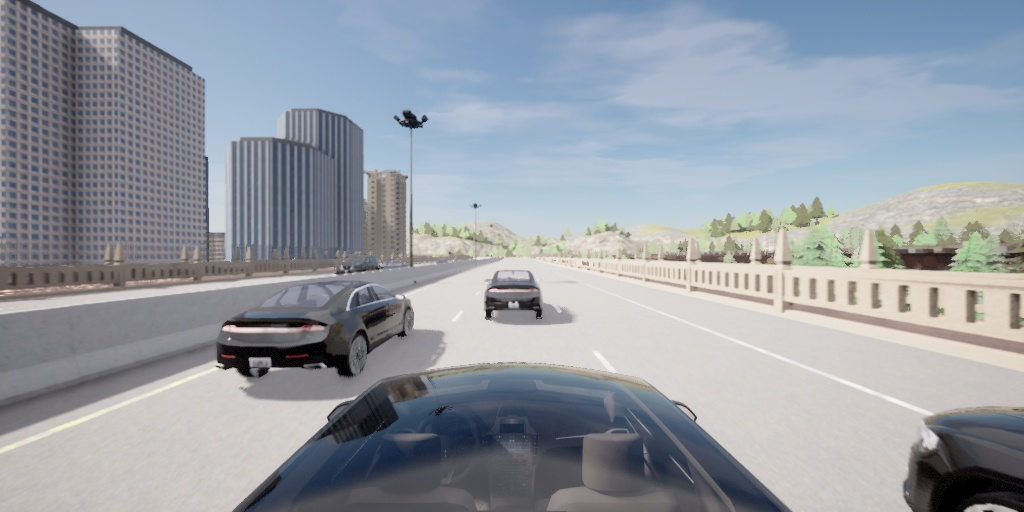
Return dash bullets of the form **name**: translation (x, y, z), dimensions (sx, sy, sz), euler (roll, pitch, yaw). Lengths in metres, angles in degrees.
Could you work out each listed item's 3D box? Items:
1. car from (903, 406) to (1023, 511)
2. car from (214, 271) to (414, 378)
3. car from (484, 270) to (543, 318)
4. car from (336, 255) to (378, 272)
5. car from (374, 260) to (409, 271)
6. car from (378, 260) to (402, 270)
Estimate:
- **car**: translation (3.529, 1.237, 0.350), dimensions (2.128, 1.511, 4.902), euler (0, 0, 1)
- **car**: translation (-3.444, 1.242, 7.331), dimensions (2.128, 1.511, 4.902), euler (0, 0, 0)
- **car**: translation (0.045, 1.231, 12.853), dimensions (2.128, 1.511, 4.902), euler (0, 0, 0)
- **car**: translation (-14.236, 0.964, 33.551), dimensions (2.150, 2.045, 5.566), euler (0, 0, 0)
- **car**: translation (-10.734, 1.302, 33.231), dimensions (1.994, 1.385, 4.181), euler (0, 0, 0)
- **car**: translation (-17.788, 1.332, 52.479), dimensions (1.895, 1.301, 4.718), euler (0, 0, 0)
